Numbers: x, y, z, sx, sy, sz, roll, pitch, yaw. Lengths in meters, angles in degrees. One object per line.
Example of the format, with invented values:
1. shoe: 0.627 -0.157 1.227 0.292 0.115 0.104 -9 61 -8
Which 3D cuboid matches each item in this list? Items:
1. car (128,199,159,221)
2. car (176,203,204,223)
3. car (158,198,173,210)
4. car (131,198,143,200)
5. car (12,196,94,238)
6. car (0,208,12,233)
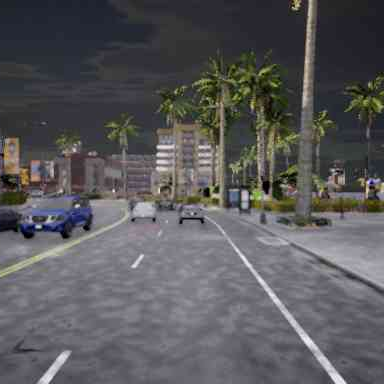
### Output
1. car: -3.823 1.529 26.844 1.812 1.442 4.674 0 0 -6
2. car: -0.170 1.551 25.341 2.033 1.411 5.357 0 0 -4
3. car: -3.833 1.498 44.002 2.128 1.511 4.902 0 0 -18
4. car: -7.101 1.498 42.892 2.128 1.511 4.902 0 0 -18
5. car: -7.009 1.224 17.954 2.150 2.045 5.566 0 0 0
6. car: -10.504 1.550 17.291 2.033 1.411 5.357 0 0 0
